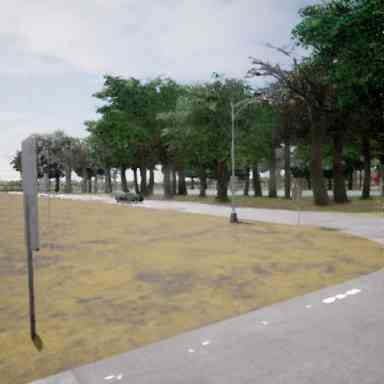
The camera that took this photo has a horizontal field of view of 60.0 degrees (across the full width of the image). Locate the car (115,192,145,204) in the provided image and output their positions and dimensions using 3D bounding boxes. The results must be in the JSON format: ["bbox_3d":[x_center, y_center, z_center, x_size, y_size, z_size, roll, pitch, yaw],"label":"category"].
[{"bbox_3d":[-7.496,0.700,40.017,1.895,1.301,4.718,-3,2,-36],"label":"car"}]
